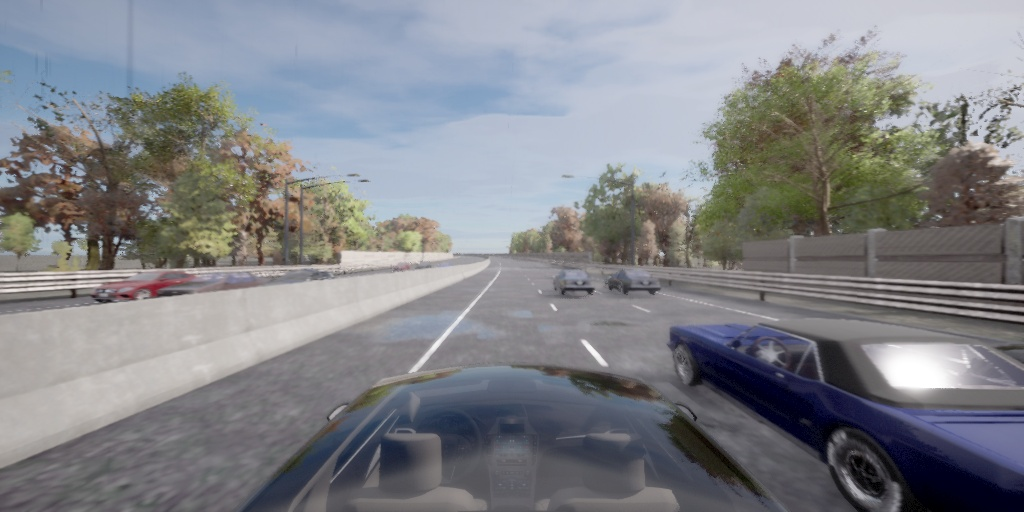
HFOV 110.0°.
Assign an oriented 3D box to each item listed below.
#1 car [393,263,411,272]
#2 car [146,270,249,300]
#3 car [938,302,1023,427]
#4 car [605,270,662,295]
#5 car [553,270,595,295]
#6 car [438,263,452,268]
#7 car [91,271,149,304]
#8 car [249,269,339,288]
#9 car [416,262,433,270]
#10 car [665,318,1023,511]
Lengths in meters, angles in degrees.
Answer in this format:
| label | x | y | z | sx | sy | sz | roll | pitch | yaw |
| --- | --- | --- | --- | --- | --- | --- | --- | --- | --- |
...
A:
| label | x | y | z | sx | sy | sz | roll | pitch | yaw |
| --- | --- | --- | --- | --- | --- | --- | --- | --- | --- |
| car | -17.815 | 1.827 | 58.665 | 1.812 | 1.442 | 4.674 | 0 | 0 | 0 |
| car | -14.100 | 1.472 | 17.586 | 2.033 | 1.411 | 5.357 | 0 | -1 | 0 |
| car | 7.092 | 1.328 | 3.027 | 1.994 | 1.385 | 4.181 | 0 | -1 | 0 |
| car | 7.099 | 1.514 | 21.524 | 2.033 | 1.411 | 5.357 | 0 | -1 | 0 |
| car | 3.598 | 1.514 | 21.487 | 2.033 | 1.411 | 5.357 | 0 | -1 | 0 |
| car | -10.822 | 1.829 | 58.839 | 1.812 | 1.442 | 4.674 | 0 | 0 | 0 |
| car | -17.601 | 1.452 | 17.771 | 1.812 | 1.442 | 4.674 | 0 | -1 | 0 |
| car | -10.600 | 1.437 | 18.314 | 1.837 | 1.490 | 4.892 | 0 | -1 | 0 |
| car | -14.321 | 1.780 | 58.739 | 1.882 | 1.535 | 5.008 | 0 | 0 | 0 |
| car | 3.594 | 1.378 | 4.126 | 1.895 | 1.301 | 4.718 | 0 | -1 | 0 |
